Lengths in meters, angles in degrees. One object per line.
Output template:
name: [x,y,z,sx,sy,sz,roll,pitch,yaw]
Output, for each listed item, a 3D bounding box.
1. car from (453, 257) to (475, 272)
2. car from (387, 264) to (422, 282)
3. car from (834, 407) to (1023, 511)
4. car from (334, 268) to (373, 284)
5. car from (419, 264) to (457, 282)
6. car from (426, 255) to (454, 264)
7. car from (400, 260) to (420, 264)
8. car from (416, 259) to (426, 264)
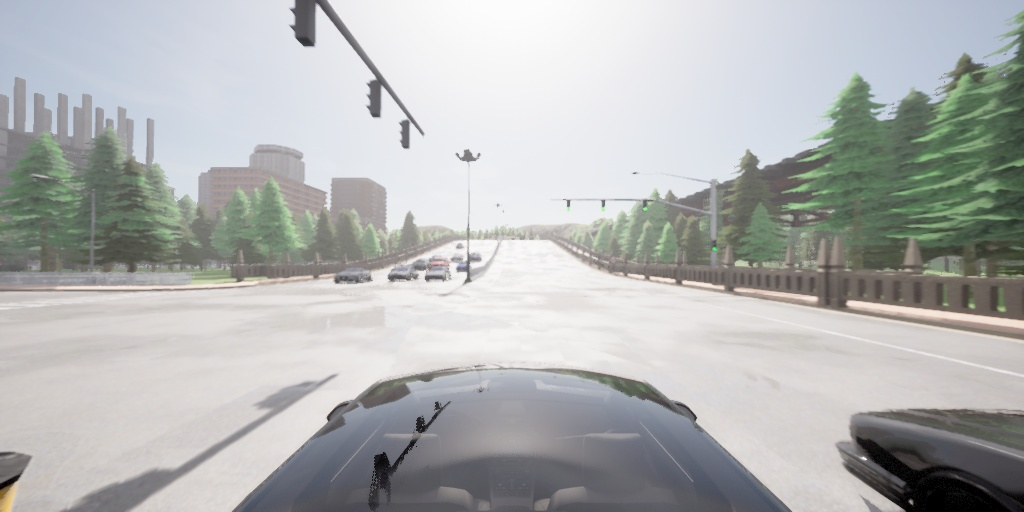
car: [-7.038,1.458,52.992,1.882,1.535,5.008,0,2,1]
car: [-10.602,1.737,35.431,2.033,1.411,5.357,0,-1,0]
car: [3.590,1.281,0.449,2.033,1.411,5.357,0,-1,0]
car: [-14.006,1.713,31.810,1.994,1.385,4.181,0,-1,0]
car: [-7.103,1.731,34.993,2.033,1.411,5.357,0,-1,0]
car: [-10.540,1.219,52.742,2.150,2.045,5.566,0,2,1]
car: [-14.074,1.691,46.664,2.128,1.511,4.902,0,1,0]
car: [-13.975,1.233,54.967,2.097,1.767,4.553,0,3,0]
